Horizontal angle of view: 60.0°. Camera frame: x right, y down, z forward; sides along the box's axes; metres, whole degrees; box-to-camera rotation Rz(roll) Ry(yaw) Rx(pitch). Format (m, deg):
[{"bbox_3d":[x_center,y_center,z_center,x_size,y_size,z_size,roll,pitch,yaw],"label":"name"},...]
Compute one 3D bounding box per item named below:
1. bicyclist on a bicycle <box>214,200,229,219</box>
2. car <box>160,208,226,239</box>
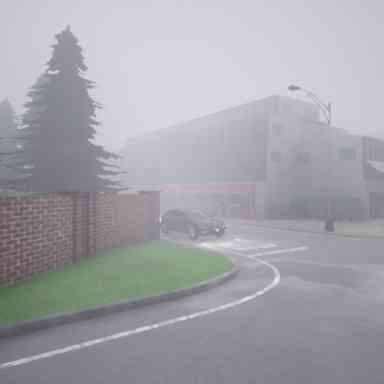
[{"bbox_3d":[2.499,1.477,28.172,1.656,1.620,0.582,0,0,-35],"label":"bicyclist on a bicycle"},{"bbox_3d":[-0.096,1.681,18.755,1.837,1.490,4.892,0,0,-35],"label":"car"}]
